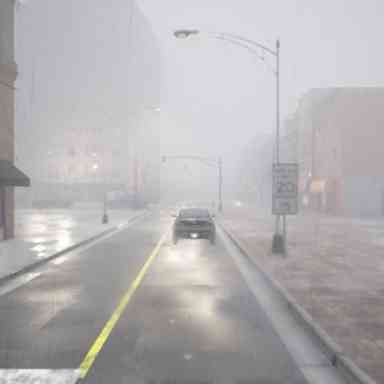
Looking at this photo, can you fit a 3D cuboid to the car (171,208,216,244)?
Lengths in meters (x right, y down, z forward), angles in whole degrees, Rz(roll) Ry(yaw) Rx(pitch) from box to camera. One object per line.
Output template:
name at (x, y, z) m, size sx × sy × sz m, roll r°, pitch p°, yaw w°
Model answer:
car at (0.093, 1.500, 15.761) m, size 1.837 × 1.490 × 4.892 m, roll 0°, pitch 0°, yaw 0°

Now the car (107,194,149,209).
car at (-8.449, 1.237, 44.045) m, size 5.566 × 2.045 × 2.150 m, roll 0°, pitch 0°, yaw 9°

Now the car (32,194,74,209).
car at (-19.030, 1.279, 45.764) m, size 5.566 × 2.045 × 2.150 m, roll 0°, pitch 0°, yaw 9°
